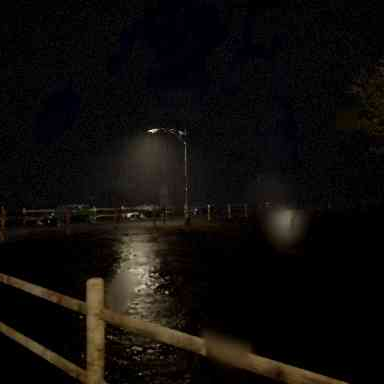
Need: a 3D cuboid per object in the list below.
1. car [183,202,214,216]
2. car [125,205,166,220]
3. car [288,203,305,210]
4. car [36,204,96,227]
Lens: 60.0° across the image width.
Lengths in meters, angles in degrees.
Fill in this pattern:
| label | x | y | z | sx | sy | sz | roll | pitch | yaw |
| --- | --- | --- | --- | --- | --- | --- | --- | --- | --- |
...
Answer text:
| label | x | y | z | sx | sy | sz | roll | pitch | yaw |
| --- | --- | --- | --- | --- | --- | --- | --- | --- | --- |
| car | 0.893 | 2.113 | 41.958 | 2.097 | 1.767 | 4.553 | -2 | -2 | 36 |
| car | -4.699 | 2.089 | 34.146 | 2.128 | 1.511 | 4.902 | -2 | -2 | 36 |
| car | 19.228 | 2.683 | 61.207 | 1.994 | 1.385 | 4.181 | -2 | -2 | 36 |
| car | -10.022 | 1.801 | 26.726 | 2.097 | 1.767 | 4.553 | -2 | -2 | 36 |
